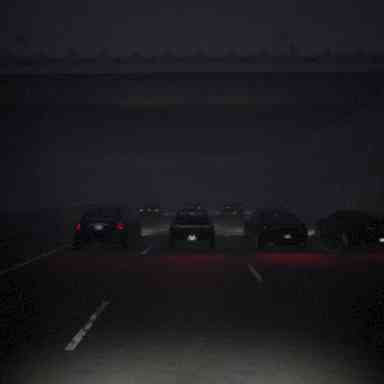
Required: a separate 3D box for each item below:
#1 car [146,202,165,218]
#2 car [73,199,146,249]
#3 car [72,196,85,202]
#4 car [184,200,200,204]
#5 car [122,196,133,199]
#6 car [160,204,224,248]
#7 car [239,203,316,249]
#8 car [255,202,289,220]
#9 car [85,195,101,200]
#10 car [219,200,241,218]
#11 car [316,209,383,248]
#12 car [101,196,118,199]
[{"bbox_3d":[-3.500,1.561,29.650,2.033,1.411,5.357,0,0,0],"label":"car"},{"bbox_3d":[-3.500,1.363,14.620,2.097,1.767,4.553,0,0,0],"label":"car"},{"bbox_3d":[-24.470,1.510,71.965,1.994,1.385,4.181,0,0,0],"label":"car"},{"bbox_3d":[0.000,1.493,29.650,2.128,1.511,4.902,0,0,0],"label":"car"},{"bbox_3d":[-13.970,1.497,71.953,2.033,1.411,5.357,0,0,0],"label":"car"},{"bbox_3d":[0.000,1.492,14.650,2.128,1.511,4.902,0,0,0],"label":"car"},{"bbox_3d":[3.500,1.482,14.650,1.882,1.535,5.008,0,0,0],"label":"car"},{"bbox_3d":[7.000,1.614,29.680,1.895,1.301,4.718,0,0,0],"label":"car"},{"bbox_3d":[-20.970,1.435,71.961,1.882,1.535,5.008,0,0,0],"label":"car"},{"bbox_3d":[3.500,1.493,29.650,2.128,1.511,4.902,0,0,0],"label":"car"},{"bbox_3d":[7.000,1.514,14.650,1.837,1.490,4.892,0,0,0],"label":"car"},{"bbox_3d":[-17.470,1.553,71.927,1.895,1.301,4.718,0,0,0],"label":"car"}]
